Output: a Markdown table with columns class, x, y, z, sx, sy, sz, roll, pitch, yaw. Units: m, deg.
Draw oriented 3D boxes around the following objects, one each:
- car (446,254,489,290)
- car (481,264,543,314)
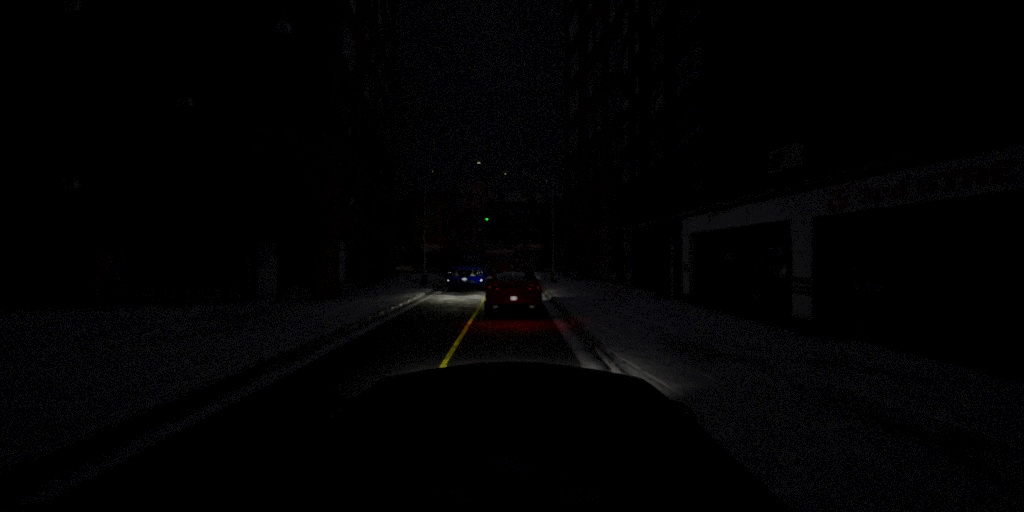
| class | x | y | z | sx | sy | sz | roll | pitch | yaw |
| --- | --- | --- | --- | --- | --- | --- | --- | --- | --- |
| car | -2.562 | 0.899 | 22.131 | 2.150 | 2.045 | 5.566 | 0 | 0 | 0 |
| car | 0.070 | 1.185 | 13.550 | 1.882 | 1.535 | 5.008 | 0 | -1 | 0 |
